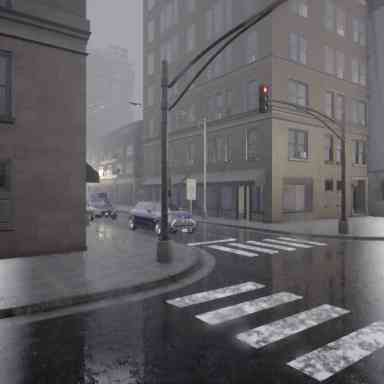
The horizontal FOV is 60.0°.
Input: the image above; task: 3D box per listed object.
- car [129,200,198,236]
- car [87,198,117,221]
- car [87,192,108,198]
[{"bbox_3d":[-1.640,1.269,17.967,2.097,1.767,4.553,0,0,-36],"label":"car"},{"bbox_3d":[-7.436,1.428,26.073,1.994,1.385,4.181,0,0,-35],"label":"car"},{"bbox_3d":[-10.739,1.036,35.748,2.150,2.045,5.566,0,0,-36],"label":"car"}]
